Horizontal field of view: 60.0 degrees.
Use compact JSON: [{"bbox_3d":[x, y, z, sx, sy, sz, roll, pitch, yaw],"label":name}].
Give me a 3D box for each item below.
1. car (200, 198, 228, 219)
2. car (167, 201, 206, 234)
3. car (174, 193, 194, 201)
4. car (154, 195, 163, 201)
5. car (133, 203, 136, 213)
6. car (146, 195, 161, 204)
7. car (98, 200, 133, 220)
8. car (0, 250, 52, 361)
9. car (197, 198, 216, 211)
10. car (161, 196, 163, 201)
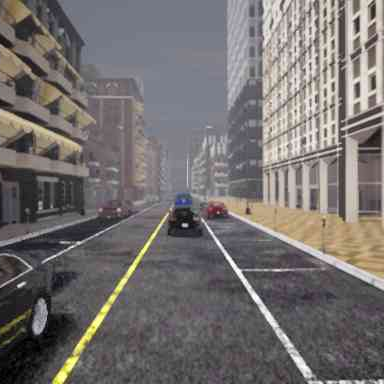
[{"bbox_3d":[1.948,1.437,27.739,1.887,1.381,4.507,0,0,-2],"label":"car"},{"bbox_3d":[-0.407,1.462,18.737,1.812,1.442,4.674,0,0,-1],"label":"car"},{"bbox_3d":[-0.972,1.094,39.384,2.150,2.045,5.566,0,0,-1],"label":"car"},{"bbox_3d":[-7.927,1.378,79.943,1.802,1.307,4.206,0,0,-2],"label":"car"},{"bbox_3d":[-6.585,1.507,33.154,1.802,1.307,4.206,0,0,-2],"label":"car"},{"bbox_3d":[-7.365,1.395,61.386,2.008,1.369,4.403,0,0,-2],"label":"car"},{"bbox_3d":[-6.429,1.383,27.507,1.967,1.590,4.097,0,0,-2],"label":"car"},{"bbox_3d":[-3.177,1.510,3.645,1.837,1.490,4.892,0,0,-2],"label":"car"},{"bbox_3d":[1.636,1.408,39.032,2.008,1.369,4.403,0,0,-2],"label":"car"},{"bbox_3d":[-7.520,1.380,67.032,2.008,1.369,4.403,0,0,-2],"label":"car"}]
